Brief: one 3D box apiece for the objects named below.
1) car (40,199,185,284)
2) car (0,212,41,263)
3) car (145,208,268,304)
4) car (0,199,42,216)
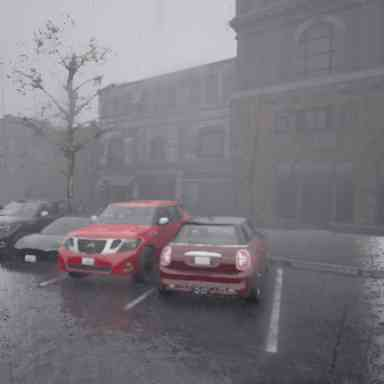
[{"bbox_3d":[-1.630,1.289,10.308,2.435,2.045,5.566,0,-1,16],"label":"car"},{"bbox_3d":[-4.069,1.588,12.069,2.163,1.488,4.792,0,-1,16],"label":"car"},{"bbox_3d":[0.788,1.396,8.537,2.185,1.767,4.553,0,-1,16],"label":"car"},{"bbox_3d":[-6.500,1.326,13.837,2.435,2.045,5.566,0,-1,16],"label":"car"}]
